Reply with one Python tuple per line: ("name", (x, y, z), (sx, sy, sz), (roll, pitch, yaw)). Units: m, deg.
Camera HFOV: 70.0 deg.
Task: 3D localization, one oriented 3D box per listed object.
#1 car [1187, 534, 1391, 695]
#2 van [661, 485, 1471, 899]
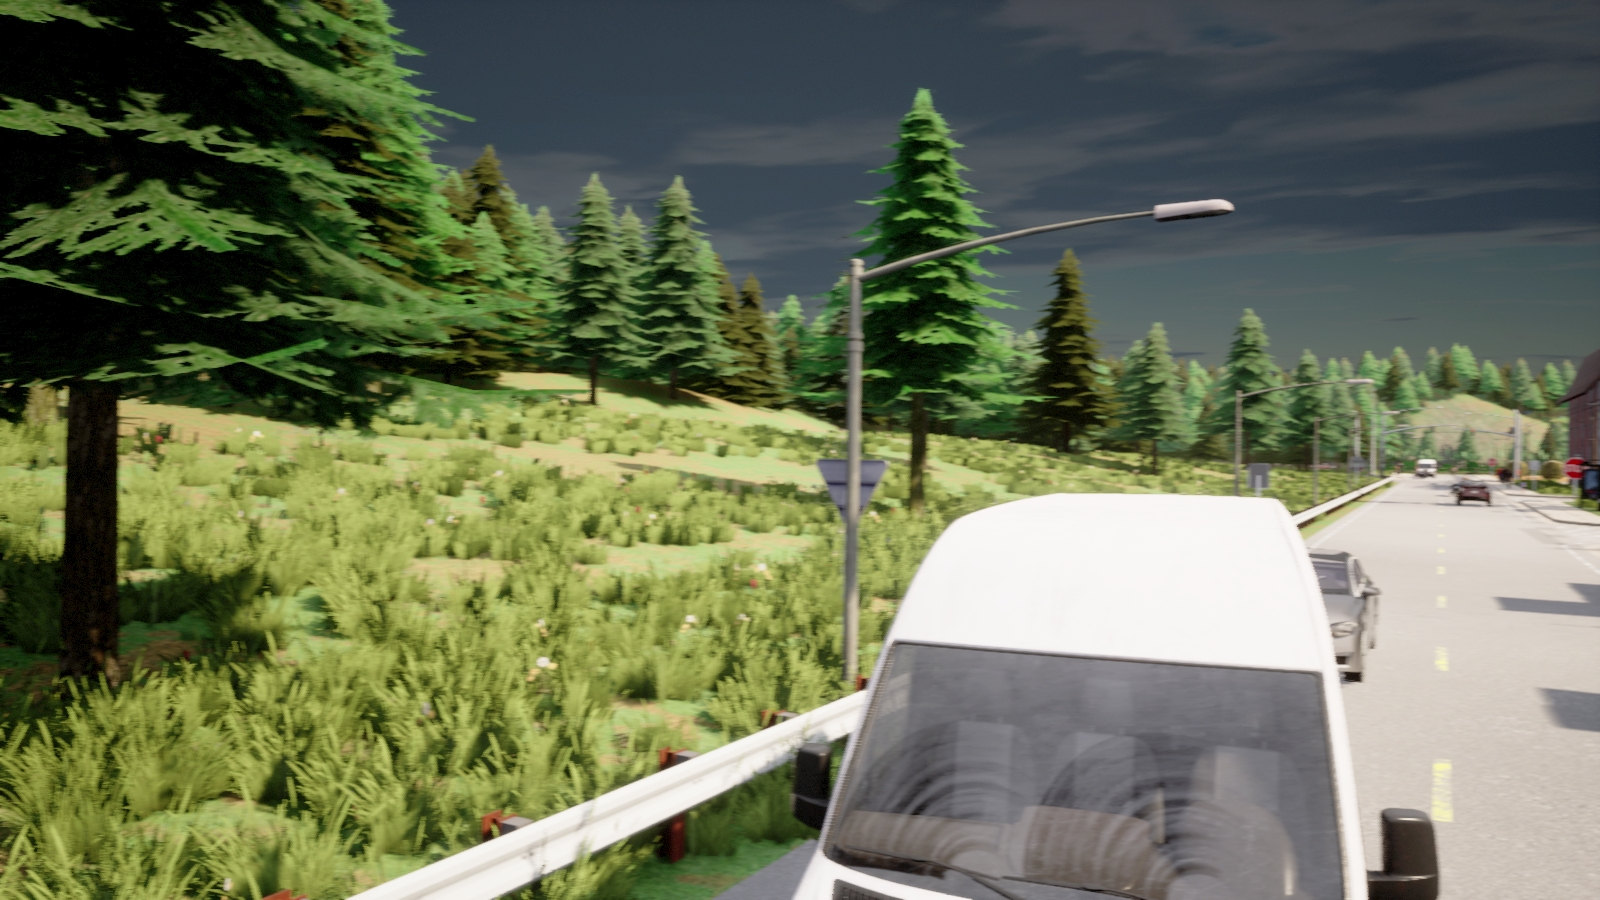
("car", (7.049, 2.137, 16.127), (2.128, 1.511, 4.902), (1, 0, 29))
("van", (1.621, 1.540, 5.613), (1.988, 2.561, 5.915), (1, 0, 22))
